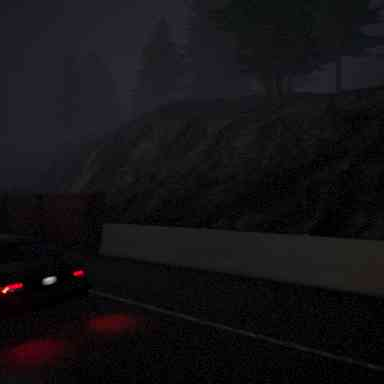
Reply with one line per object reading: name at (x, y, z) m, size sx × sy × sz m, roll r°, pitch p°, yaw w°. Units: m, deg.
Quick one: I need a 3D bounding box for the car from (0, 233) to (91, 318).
car at (-4.512, 1.672, 7.525) m, size 5.357 × 1.411 × 2.033 m, roll -1°, pitch -1°, yaw 39°
